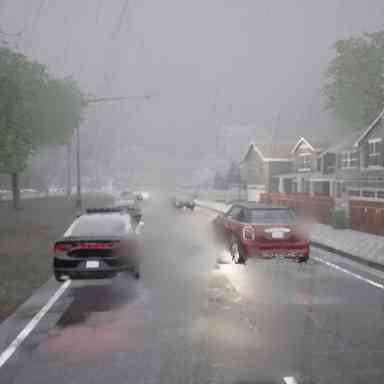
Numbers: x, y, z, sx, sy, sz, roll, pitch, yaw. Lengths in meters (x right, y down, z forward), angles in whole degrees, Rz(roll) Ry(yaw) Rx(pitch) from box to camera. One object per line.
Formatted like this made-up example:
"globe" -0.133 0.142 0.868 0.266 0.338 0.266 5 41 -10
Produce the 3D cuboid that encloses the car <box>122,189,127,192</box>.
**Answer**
"car" -11.876 0.127 61.116 1.882 1.535 5.008 0 1 -16

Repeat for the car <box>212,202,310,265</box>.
"car" 2.027 1.139 11.085 2.097 1.767 4.553 0 1 -8

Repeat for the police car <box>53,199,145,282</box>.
"police car" -2.386 1.234 9.413 1.930 1.638 5.238 0 1 -8

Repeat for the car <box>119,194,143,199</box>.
"car" -3.829 1.108 19.215 1.837 1.490 4.892 0 1 -9

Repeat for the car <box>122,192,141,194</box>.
"car" -4.830 0.998 25.142 1.812 1.442 4.674 0 1 -10

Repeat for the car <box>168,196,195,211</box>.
"car" -1.051 0.972 30.119 1.895 1.301 4.718 0 1 -11

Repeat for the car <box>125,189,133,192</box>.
"car" -7.541 0.654 43.901 1.895 1.301 4.718 0 1 -13
